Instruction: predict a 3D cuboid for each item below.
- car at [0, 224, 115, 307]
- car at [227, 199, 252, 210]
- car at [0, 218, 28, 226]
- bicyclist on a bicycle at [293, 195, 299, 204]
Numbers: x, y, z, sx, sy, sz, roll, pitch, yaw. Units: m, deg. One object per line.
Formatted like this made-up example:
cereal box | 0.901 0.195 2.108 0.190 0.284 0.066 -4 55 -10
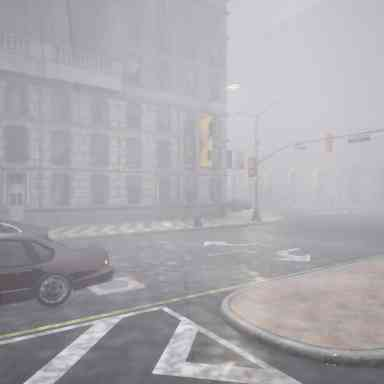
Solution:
car | -4.286 1.547 6.480 5.357 1.411 2.033 0 0 -34
car | 5.737 1.564 43.157 1.994 1.385 4.181 0 0 -35
car | -6.476 1.492 9.263 4.902 1.511 2.128 0 0 -37
bicyclist on a bicycle | 17.913 1.300 57.126 1.656 1.620 0.582 0 0 -35
